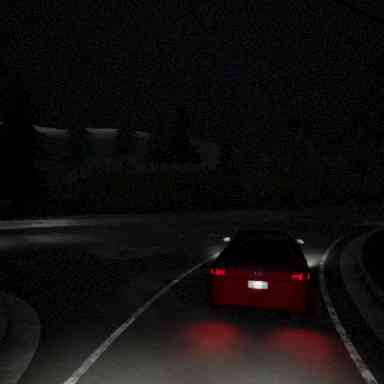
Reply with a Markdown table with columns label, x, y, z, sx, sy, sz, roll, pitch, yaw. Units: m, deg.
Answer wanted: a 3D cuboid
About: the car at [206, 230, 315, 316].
| label | x | y | z | sx | sy | sz | roll | pitch | yaw |
| --- | --- | --- | --- | --- | --- | --- | --- | --- | --- |
| car | 1.611 | 1.561 | 7.652 | 1.994 | 1.385 | 4.181 | 0 | 0 | 14 |
